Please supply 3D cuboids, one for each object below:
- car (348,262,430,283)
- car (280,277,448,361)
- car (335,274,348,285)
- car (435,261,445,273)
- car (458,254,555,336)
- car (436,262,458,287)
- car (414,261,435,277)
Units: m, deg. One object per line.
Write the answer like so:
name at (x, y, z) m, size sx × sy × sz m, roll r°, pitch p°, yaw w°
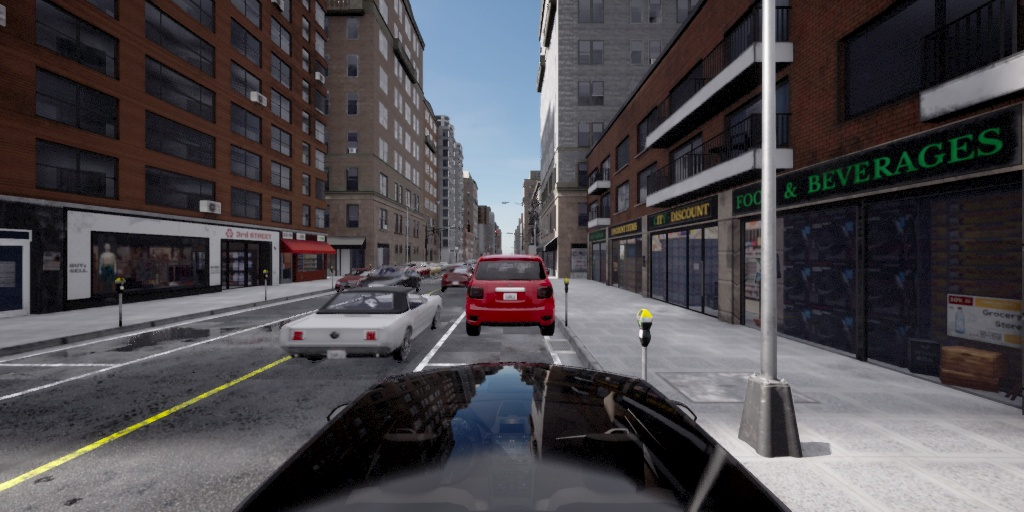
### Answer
car at (-5.869, 1.241, 17.824) m, size 2.128 × 1.511 × 4.902 m, roll 0°, pitch 0°, yaw 0°
car at (-2.921, 1.351, 8.209) m, size 1.895 × 1.301 × 4.718 m, roll 0°, pitch 0°, yaw 0°
car at (-8.408, 1.332, 20.388) m, size 1.802 × 1.307 × 4.207 m, roll 0°, pitch 0°, yaw 0°
car at (-8.408, 1.275, 36.773) m, size 1.751 × 1.417 × 4.829 m, roll 0°, pitch 0°, yaw 0°
car at (-0.039, 0.978, 10.530) m, size 2.150 × 2.045 × 5.566 m, roll 0°, pitch 0°, yaw 0°
car at (-3.023, 1.276, 21.460) m, size 1.812 × 1.442 × 4.674 m, roll 0°, pitch 0°, yaw 0°
car at (-8.408, 1.190, 31.425) m, size 1.967 × 1.591 × 4.097 m, roll 0°, pitch 0°, yaw 0°
